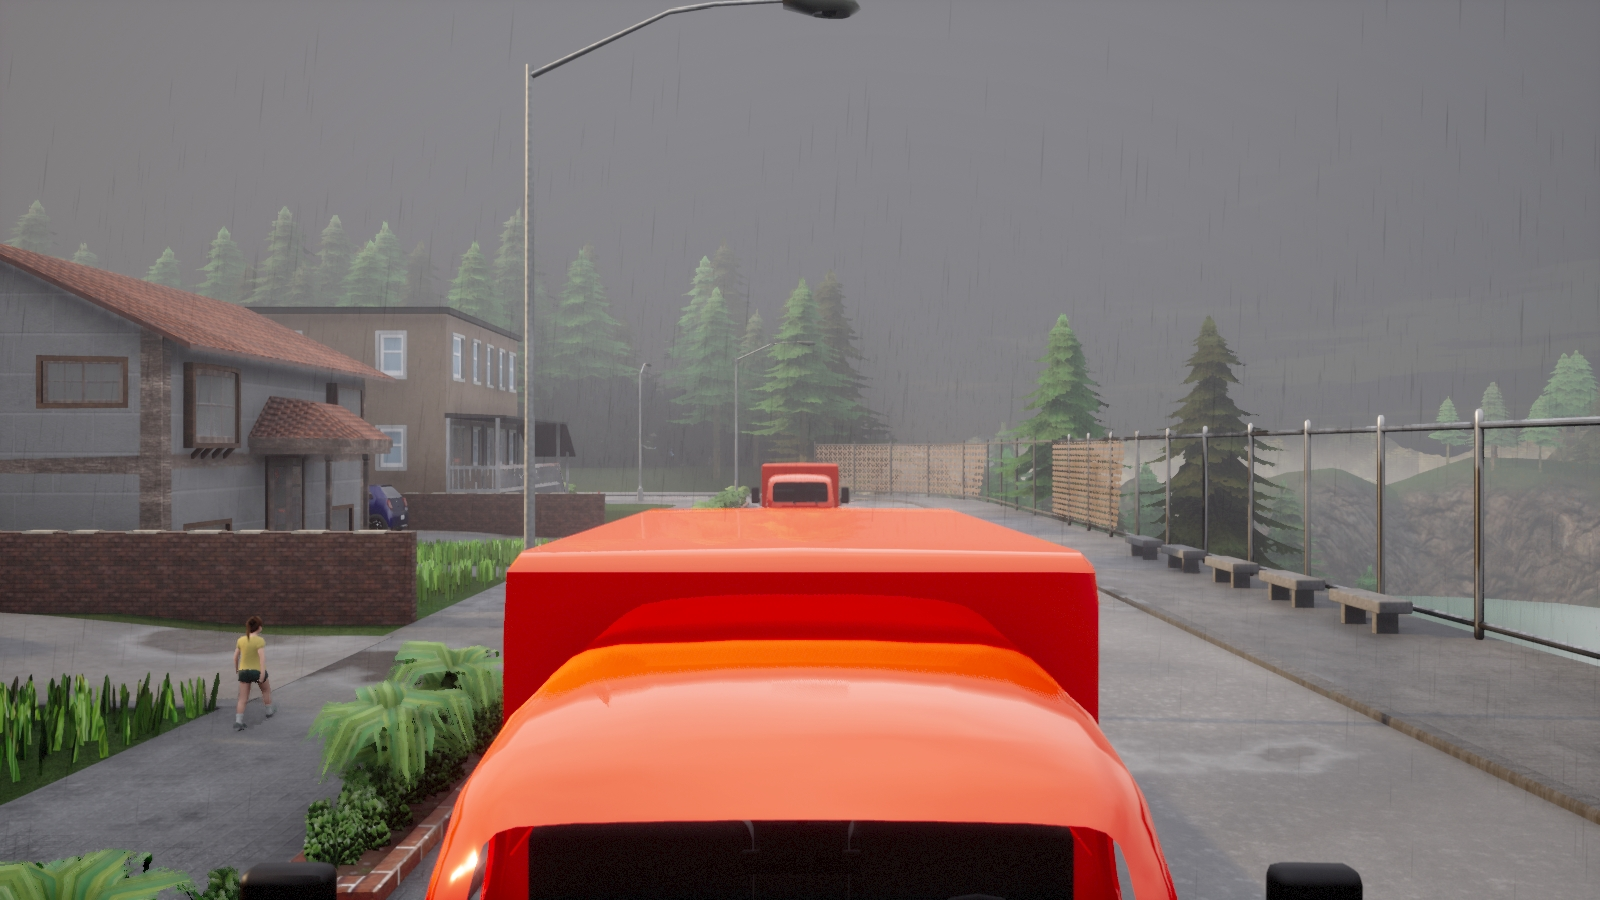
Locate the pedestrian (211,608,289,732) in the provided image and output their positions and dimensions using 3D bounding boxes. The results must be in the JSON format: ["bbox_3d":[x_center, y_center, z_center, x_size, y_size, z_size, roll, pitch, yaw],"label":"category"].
[{"bbox_3d":[-5.351,2.131,11.136,0.500,1.100,0.500,0,0,3],"label":"pedestrian"}]

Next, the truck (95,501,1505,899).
[{"bbox_3d":[0.000,1.569,4.736,2.627,2.467,5.204,0,0,0],"label":"truck"}]

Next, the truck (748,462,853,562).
[{"bbox_3d":[0.004,1.588,31.263,2.627,2.467,5.204,0,0,0],"label":"truck"}]
